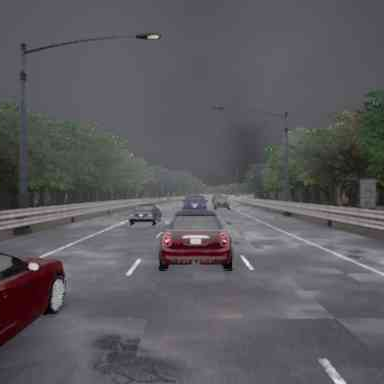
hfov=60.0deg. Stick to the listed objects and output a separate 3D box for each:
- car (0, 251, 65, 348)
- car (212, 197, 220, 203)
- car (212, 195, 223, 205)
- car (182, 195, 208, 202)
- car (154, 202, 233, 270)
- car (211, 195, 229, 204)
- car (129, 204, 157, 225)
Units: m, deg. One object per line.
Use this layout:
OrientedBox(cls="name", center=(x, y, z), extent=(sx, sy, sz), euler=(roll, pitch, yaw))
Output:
OrientedBox(cls="car", center=(-3.398, 1.482, 4.520), extent=(1.882, 1.535, 5.008), euler=(0, 0, 0))
OrientedBox(cls="car", center=(6.243, 2.038, 85.611), extent=(2.033, 1.411, 5.357), euler=(0, -1, 4))
OrientedBox(cls="car", center=(5.141, 1.551, 68.821), extent=(2.150, 2.045, 5.566), euler=(0, -1, 3))
OrientedBox(cls="car", center=(0.282, 1.295, 30.140), extent=(2.150, 2.045, 5.566), euler=(0, 0, 1))
OrientedBox(cls="car", center=(0.107, 1.367, 11.173), extent=(2.097, 1.767, 4.553), euler=(0, 0, 0))
OrientedBox(cls="car", center=(4.130, 1.512, 46.945), extent=(2.097, 1.767, 4.553), euler=(0, 0, 2))
OrientedBox(cls="car", center=(-3.310, 1.599, 24.322), extent=(2.033, 1.411, 5.357), euler=(0, 0, 1))
